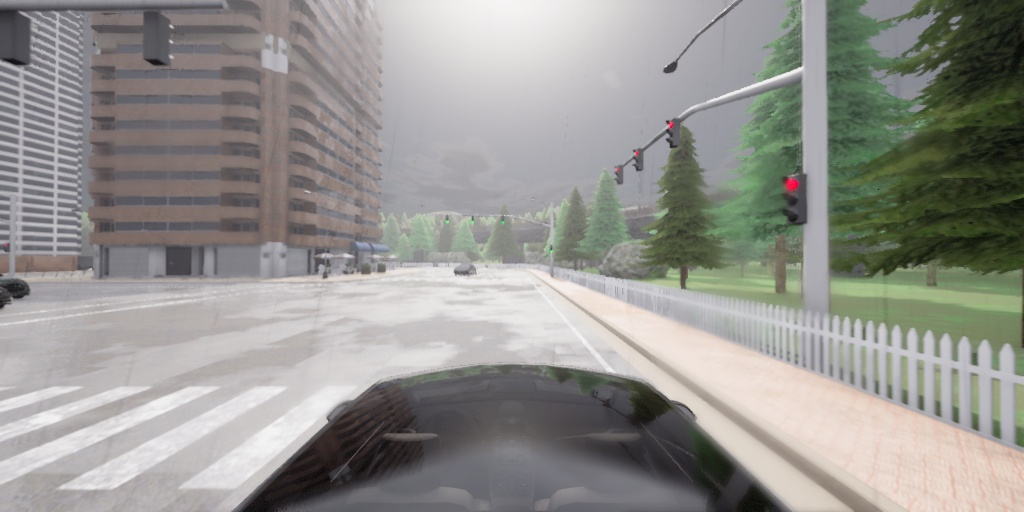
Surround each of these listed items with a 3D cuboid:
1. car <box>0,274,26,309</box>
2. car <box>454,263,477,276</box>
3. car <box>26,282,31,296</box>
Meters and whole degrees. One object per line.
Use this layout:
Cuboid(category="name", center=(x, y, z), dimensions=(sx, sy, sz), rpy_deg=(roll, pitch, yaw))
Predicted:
Cuboid(category="car", center=(-22.536, 1.425, 13.871), dimensions=(4.892, 1.490, 1.837), rpy_deg=(0, -1, 2))
Cuboid(category="car", center=(-5.700, 1.676, 44.246), dimensions=(1.882, 1.535, 5.008), rpy_deg=(0, 0, 8))
Cuboid(category="car", center=(-26.688, 1.305, 17.424), dimensions=(4.553, 1.767, 2.097), rpy_deg=(0, -1, 0))
